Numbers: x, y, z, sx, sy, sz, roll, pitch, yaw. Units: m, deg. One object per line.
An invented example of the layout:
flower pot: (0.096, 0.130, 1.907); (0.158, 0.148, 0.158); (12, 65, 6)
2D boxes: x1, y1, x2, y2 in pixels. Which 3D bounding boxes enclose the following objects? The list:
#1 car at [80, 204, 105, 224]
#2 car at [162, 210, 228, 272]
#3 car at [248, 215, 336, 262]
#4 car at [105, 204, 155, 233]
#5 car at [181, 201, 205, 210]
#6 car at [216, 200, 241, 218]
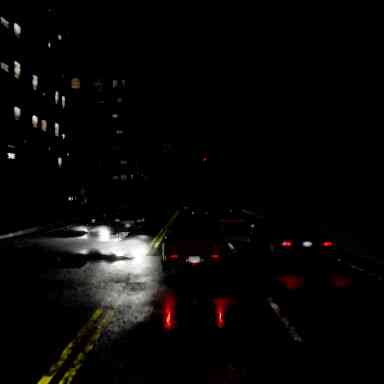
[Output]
car: (-6.600, 1.607, 24.513); (1.895, 1.301, 4.718); (0, 0, 0)
car: (0.081, 1.527, 10.695); (1.812, 1.442, 4.674); (0, 0, 0)
car: (3.332, 1.550, 12.083); (2.033, 1.411, 5.357); (0, 0, 0)
car: (-3.353, 1.497, 19.817); (2.128, 1.511, 4.902); (0, 0, 0)
car: (0.081, 1.502, 29.552); (2.128, 1.511, 4.902); (0, 0, 0)
car: (3.333, 1.488, 30.745); (1.882, 1.535, 5.008); (0, 0, 1)
